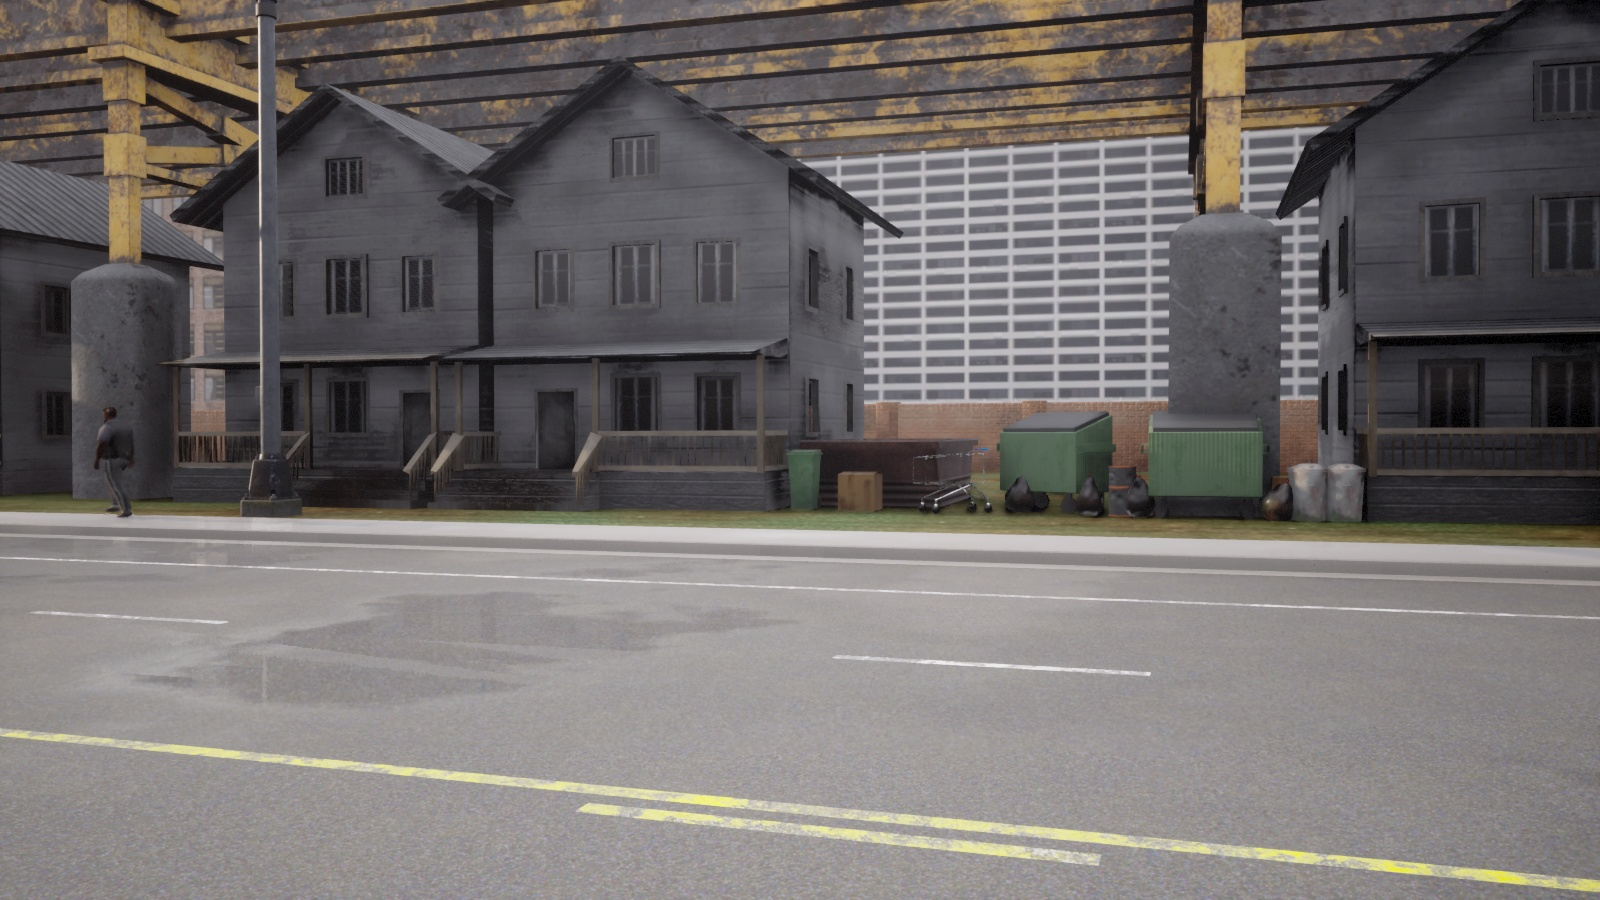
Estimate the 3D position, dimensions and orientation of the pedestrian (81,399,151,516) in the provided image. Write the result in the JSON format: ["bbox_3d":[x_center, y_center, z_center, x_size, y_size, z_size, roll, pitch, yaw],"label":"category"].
[{"bbox_3d":[-11.187,0.111,20.548,0.849,1.883,0.563,0,1,14],"label":"pedestrian"}]
